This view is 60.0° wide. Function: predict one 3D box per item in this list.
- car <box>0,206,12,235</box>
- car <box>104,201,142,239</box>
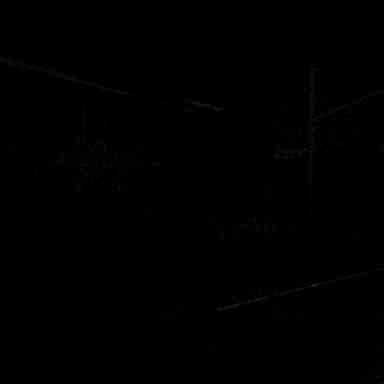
[{"bbox_3d":[-11.506,1.523,18.582,2.242,1.667,4.611,1,0,-35],"label":"car"},{"bbox_3d":[-4.377,1.448,18.316,1.905,1.878,3.866,1,0,-35],"label":"car"}]
